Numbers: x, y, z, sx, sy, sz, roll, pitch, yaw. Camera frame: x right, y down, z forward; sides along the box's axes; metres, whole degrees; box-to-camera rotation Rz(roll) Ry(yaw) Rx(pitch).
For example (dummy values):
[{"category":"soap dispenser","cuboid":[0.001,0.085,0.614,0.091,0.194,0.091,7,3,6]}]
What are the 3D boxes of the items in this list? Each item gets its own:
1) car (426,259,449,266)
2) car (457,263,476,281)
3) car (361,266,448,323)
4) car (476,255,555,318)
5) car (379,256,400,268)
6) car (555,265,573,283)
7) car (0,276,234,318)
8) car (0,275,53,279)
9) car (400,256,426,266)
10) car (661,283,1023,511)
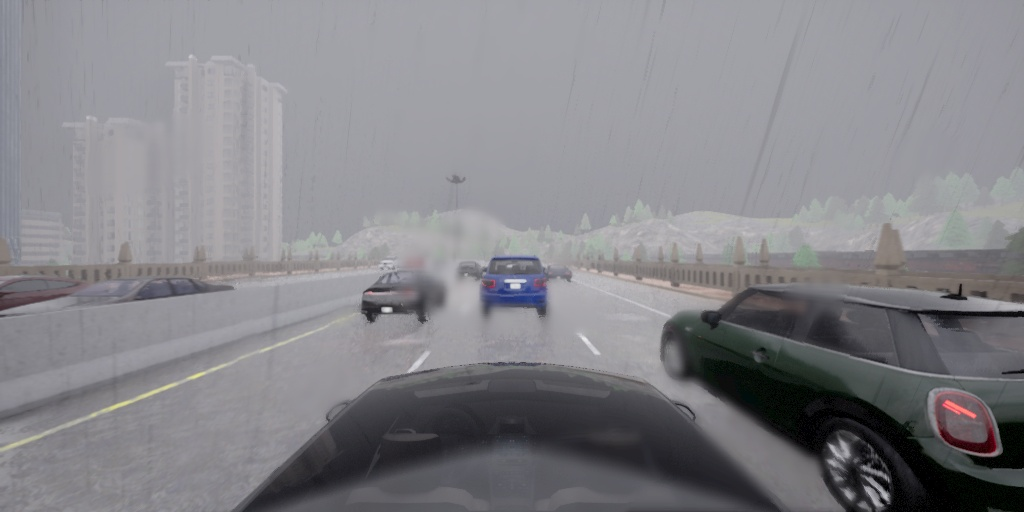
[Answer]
[{"category":"car","cuboid":[-10.573,1.174,52.468,2.097,1.767,4.553,0,0,0]},{"category":"car","cuboid":[-3.406,1.286,30.117,1.837,1.490,4.892,0,0,0]},{"category":"car","cuboid":[-3.402,1.253,12.184,2.128,1.511,4.902,0,0,0]},{"category":"car","cuboid":[0.097,0.985,13.260,2.150,2.045,5.566,0,0,0]},{"category":"car","cuboid":[-17.564,1.042,52.480,2.150,2.045,5.566,0,0,0]},{"category":"car","cuboid":[3.595,1.380,28.785,1.895,1.301,4.718,0,0,0]},{"category":"car","cuboid":[-10.602,1.306,10.296,2.033,1.411,5.357,0,0,0]},{"category":"car","cuboid":[-14.102,1.284,9.922,1.812,1.442,4.674,0,0,0]},{"category":"car","cuboid":[-14.067,1.043,52.622,2.150,2.045,5.566,0,0,0]},{"category":"car","cuboid":[3.601,1.105,4.301,2.097,1.767,4.553,0,0,0]}]
